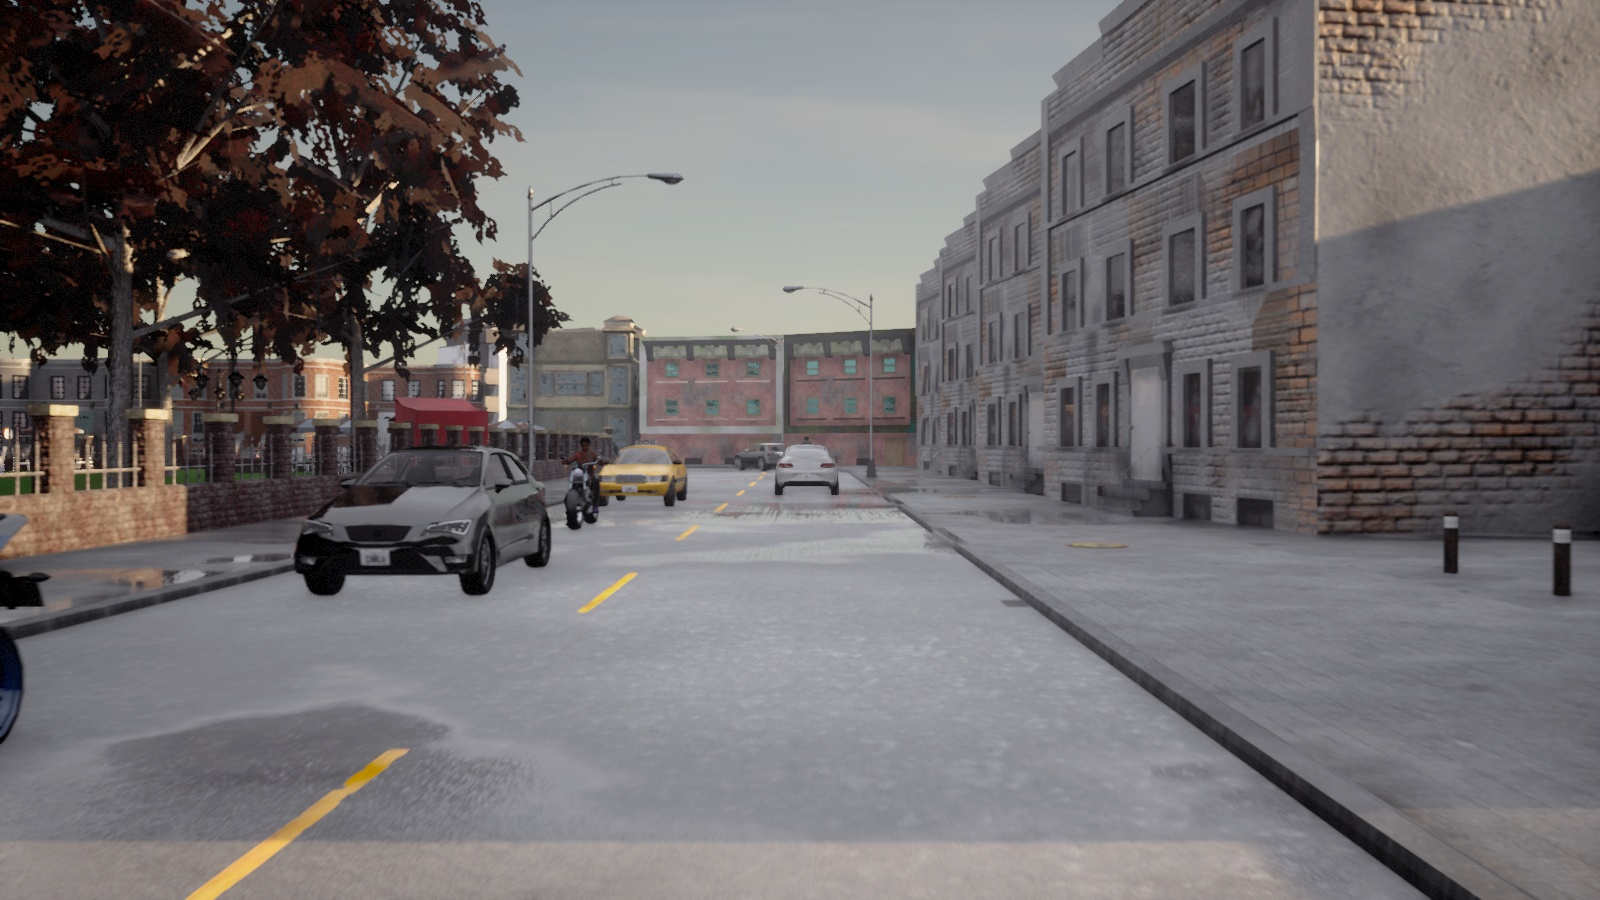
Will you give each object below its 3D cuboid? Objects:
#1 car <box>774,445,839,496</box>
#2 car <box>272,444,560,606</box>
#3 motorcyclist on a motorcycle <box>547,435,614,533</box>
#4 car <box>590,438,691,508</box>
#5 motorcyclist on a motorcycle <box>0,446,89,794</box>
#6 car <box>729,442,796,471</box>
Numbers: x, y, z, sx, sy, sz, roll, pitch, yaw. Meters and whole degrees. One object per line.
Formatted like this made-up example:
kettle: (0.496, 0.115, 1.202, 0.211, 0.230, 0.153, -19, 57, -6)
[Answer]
car: (0.200, 0.561, 37.593, 1.812, 1.442, 4.674, 0, 0, 0)
car: (-3.908, 0.680, 13.571, 1.816, 1.474, 4.193, 0, 0, 0)
motorcyclist on a motorcycle: (-3.866, 0.568, 22.307, 0.766, 1.649, 2.350, 0, 0, 0)
car: (-3.829, 0.510, 31.068, 1.801, 1.575, 5.366, 0, 0, 0)
motorcyclist on a motorcycle: (-3.956, 0.749, 5.115, 0.866, 1.530, 2.191, 0, 0, 0)
car: (-2.037, 0.330, 67.783, 1.970, 1.475, 3.806, 0, 0, -32)
